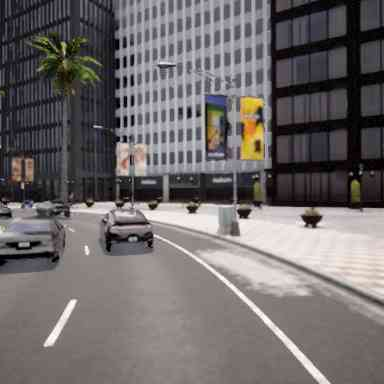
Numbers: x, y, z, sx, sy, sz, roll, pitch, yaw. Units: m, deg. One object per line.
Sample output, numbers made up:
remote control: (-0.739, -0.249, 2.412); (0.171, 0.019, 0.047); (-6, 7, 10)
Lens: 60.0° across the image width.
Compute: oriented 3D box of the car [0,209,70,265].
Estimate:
car: (-5.618, 1.563, 11.938); (2.033, 1.411, 5.357); (0, 0, -18)

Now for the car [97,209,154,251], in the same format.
car: (-2.936, 1.483, 14.312); (2.128, 1.511, 4.902); (0, 0, -19)

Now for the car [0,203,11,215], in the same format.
car: (-17.850, 1.633, 29.831); (4.181, 1.385, 1.994); (0, 0, 42)

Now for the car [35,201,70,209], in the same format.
car: (-12.427, 1.534, 29.482); (1.837, 1.490, 4.892); (0, 0, -43)
